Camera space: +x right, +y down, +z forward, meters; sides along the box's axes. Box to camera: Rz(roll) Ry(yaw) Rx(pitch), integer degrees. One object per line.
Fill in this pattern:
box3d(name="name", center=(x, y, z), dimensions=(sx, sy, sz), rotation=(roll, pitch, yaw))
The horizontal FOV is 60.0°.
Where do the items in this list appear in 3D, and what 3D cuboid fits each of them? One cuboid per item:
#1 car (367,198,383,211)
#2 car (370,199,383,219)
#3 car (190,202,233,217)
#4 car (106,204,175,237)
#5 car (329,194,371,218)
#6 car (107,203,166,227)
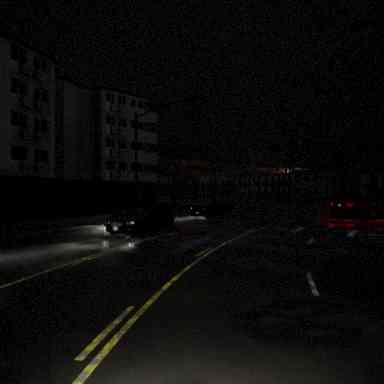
box3d(name="car", center=(23.281, 1.542, 41.601), dimensions=(1.994, 1.385, 4.181), rotation=(0, 0, 22))
box3d(name="car", center=(17.200, 1.489, 28.157), dimensions=(2.128, 1.511, 4.902), rotation=(0, 0, 44))
box3d(name="car", center=(1.893, 1.597, 32.080), dimensions=(1.895, 1.301, 4.718), rotation=(0, 0, 40))
box3d(name="car", center=(-2.679, 1.490, 18.200), dimensions=(2.128, 1.511, 4.902), rotation=(0, 0, 24))
box3d(name="car", center=(14.490, 1.218, 30.379), dimensions=(2.150, 2.045, 5.566), rotation=(0, 0, 44))
box3d(name="car", center=(-3.858, 1.562, 23.855), dimensions=(1.994, 1.385, 4.181), rotation=(0, 0, 29))
